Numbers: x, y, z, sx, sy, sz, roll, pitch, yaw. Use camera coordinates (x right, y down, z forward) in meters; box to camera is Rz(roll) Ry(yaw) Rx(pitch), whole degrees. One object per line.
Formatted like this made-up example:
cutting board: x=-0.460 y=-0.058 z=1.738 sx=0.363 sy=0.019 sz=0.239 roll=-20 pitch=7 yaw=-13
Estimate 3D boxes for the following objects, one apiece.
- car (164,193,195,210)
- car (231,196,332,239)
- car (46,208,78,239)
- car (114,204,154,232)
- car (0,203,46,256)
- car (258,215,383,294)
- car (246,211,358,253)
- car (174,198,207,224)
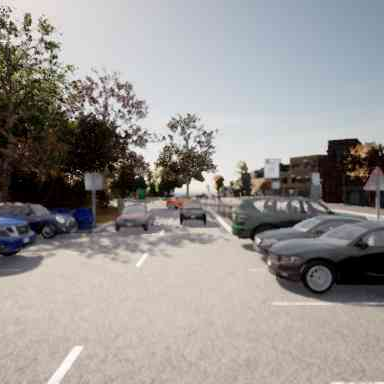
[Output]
car: x=-1.757 y=1.225 z=41.017 sx=2.097 sy=1.767 sz=4.553 roll=0 pitch=0 yaw=-21
car: x=4.423 y=1.211 z=13.867 sx=5.566 sy=2.045 sz=2.435 roll=0 pitch=0 yaw=0
car: x=-8.120 y=1.323 z=16.592 sx=4.553 sy=1.767 sz=2.185 roll=0 pitch=-1 yaw=0
car: x=-3.369 y=1.491 z=20.184 sx=1.812 sy=1.442 sz=4.674 roll=0 pitch=0 yaw=0
car: x=-8.146 y=1.216 z=10.812 sx=5.566 sy=2.045 sz=2.435 roll=0 pitch=0 yaw=0
car: x=4.408 y=1.472 z=8.215 sx=5.008 sy=1.535 sz=2.097 roll=0 pitch=0 yaw=0
car: x=4.401 y=1.507 z=11.042 sx=4.674 sy=1.452 sz=2.002 roll=0 pitch=0 yaw=0
car: x=0.065 y=1.440 z=24.189 sx=2.128 sy=1.511 sz=4.902 roll=0 pitch=0 yaw=0
